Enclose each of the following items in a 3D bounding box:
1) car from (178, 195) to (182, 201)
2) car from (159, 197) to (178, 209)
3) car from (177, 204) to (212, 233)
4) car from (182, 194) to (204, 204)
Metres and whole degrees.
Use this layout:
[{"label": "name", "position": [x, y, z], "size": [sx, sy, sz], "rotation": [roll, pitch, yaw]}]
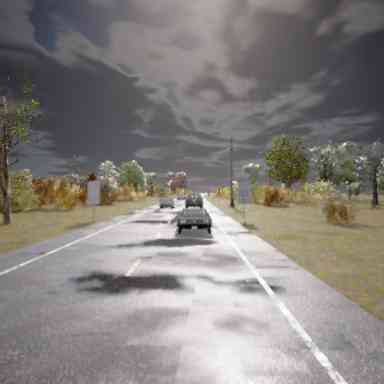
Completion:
[{"label": "car", "position": [-2.779, 1.471, 83.952], "size": [1.837, 1.490, 4.892], "rotation": [0, 0, 1]}, {"label": "car", "position": [-3.361, 1.489, 45.292], "size": [1.837, 1.490, 4.892], "rotation": [0, 0, 1]}, {"label": "car", "position": [0.145, 1.593, 19.760], "size": [1.895, 1.301, 4.718], "rotation": [0, 0, 0]}, {"label": "car", "position": [0.280, 1.205, 41.298], "size": [2.150, 2.045, 5.566], "rotation": [0, 0, 0]}]
